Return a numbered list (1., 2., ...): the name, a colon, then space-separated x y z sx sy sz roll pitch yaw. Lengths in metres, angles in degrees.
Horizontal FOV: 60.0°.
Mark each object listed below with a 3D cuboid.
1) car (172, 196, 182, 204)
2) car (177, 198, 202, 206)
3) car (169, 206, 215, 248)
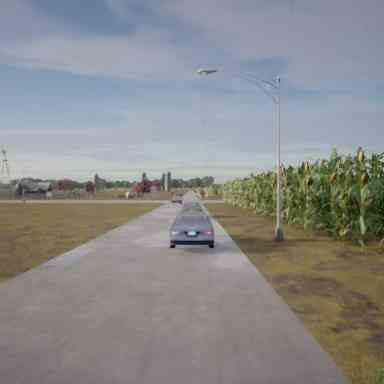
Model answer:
1. car: -2.749 1.430 61.661 1.882 1.535 5.008 0 0 0
2. car: 0.001 1.538 29.655 1.994 1.385 4.181 0 0 0
3. car: 0.000 1.551 14.653 2.033 1.411 5.357 0 0 0
